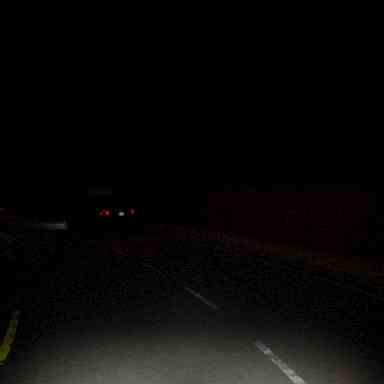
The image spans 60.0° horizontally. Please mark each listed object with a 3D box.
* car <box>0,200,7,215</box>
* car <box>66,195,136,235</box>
[{"bbox_3d":[-19.603,1.448,32.068,4.892,1.490,1.837,-1,0,39],"label":"car"},{"bbox_3d":[-5.261,1.191,18.844,2.150,2.045,5.566,0,0,-39],"label":"car"}]
